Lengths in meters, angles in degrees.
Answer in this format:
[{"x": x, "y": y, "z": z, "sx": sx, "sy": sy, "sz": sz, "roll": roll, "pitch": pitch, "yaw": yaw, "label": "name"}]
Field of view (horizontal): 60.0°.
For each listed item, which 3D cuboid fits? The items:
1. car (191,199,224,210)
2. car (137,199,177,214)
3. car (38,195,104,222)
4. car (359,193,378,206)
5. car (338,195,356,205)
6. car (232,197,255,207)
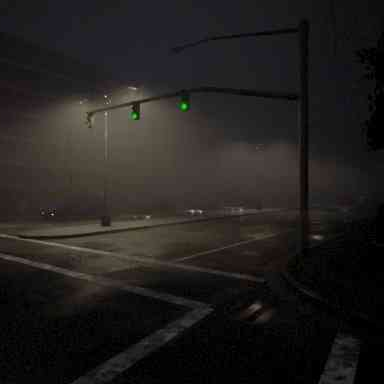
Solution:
[{"x": 2.112, "y": 1.554, "z": 43.202, "sx": 2.033, "sy": 1.411, "sz": 5.357, "roll": 0, "pitch": 0, "yaw": 36, "label": "car"}, {"x": -3.673, "y": 1.485, "z": 35.210, "sx": 1.882, "sy": 1.535, "sz": 5.008, "roll": 0, "pitch": 0, "yaw": 36, "label": "car"}, {"x": -9.537, "y": 1.229, "z": 27.111, "sx": 2.150, "sy": 2.045, "sz": 5.566, "roll": 0, "pitch": 0, "yaw": 36, "label": "car"}, {"x": 28.714, "y": 1.222, "z": 54.043, "sx": 2.150, "sy": 2.045, "sz": 5.566, "roll": 0, "pitch": 0, "yaw": 36, "label": "car"}, {"x": 26.646, "y": 1.354, "z": 57.156, "sx": 2.097, "sy": 1.767, "sz": 4.553, "roll": 0, "pitch": 0, "yaw": 36, "label": "car"}, {"x": 7.978, "y": 1.511, "z": 51.242, "sx": 1.837, "sy": 1.490, "sz": 4.892, "roll": 0, "pitch": 0, "yaw": 36, "label": "car"}]
